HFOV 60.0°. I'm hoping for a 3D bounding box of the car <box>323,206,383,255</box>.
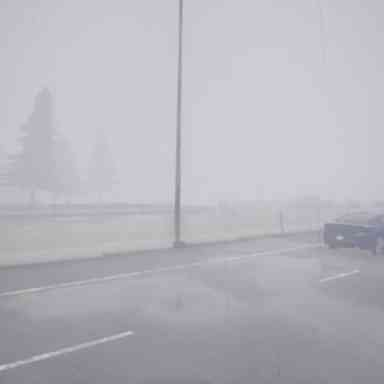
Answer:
[{"bbox_3d":[7.410,1.538,13.652,5.008,1.535,1.882,0,0,-36],"label":"car"}]
